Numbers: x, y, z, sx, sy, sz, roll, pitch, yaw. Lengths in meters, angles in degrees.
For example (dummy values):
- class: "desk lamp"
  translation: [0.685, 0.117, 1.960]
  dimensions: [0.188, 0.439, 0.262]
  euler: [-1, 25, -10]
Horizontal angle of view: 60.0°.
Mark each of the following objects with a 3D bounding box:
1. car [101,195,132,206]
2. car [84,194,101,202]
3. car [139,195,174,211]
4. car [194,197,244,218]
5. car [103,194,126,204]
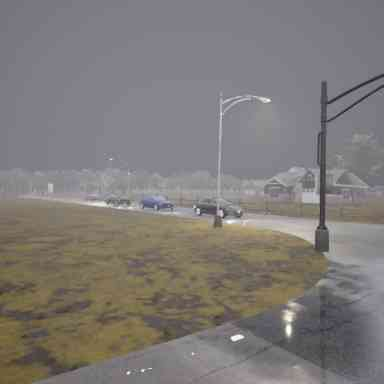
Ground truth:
- class: "car"
  translation: [-9.529, 1.108, 42.770]
  dimensions: [1.895, 1.301, 4.718]
  euler: [2, -1, -35]
- class: "car"
  translation: [-18.194, 1.007, 61.142]
  dimensions: [2.033, 1.411, 5.357]
  euler: [2, -1, -35]
- class: "car"
  translation: [-3.739, 1.083, 34.617]
  dimensions: [1.882, 1.535, 5.008]
  euler: [2, 0, -36]
- class: "car"
  translation: [2.056, 1.226, 26.470]
  dimensions: [1.837, 1.490, 4.892]
  euler: [2, 0, -35]
- class: "car"
  translation: [-12.396, 1.087, 52.991]
  dimensions: [1.994, 1.385, 4.181]
  euler: [2, -1, -35]
